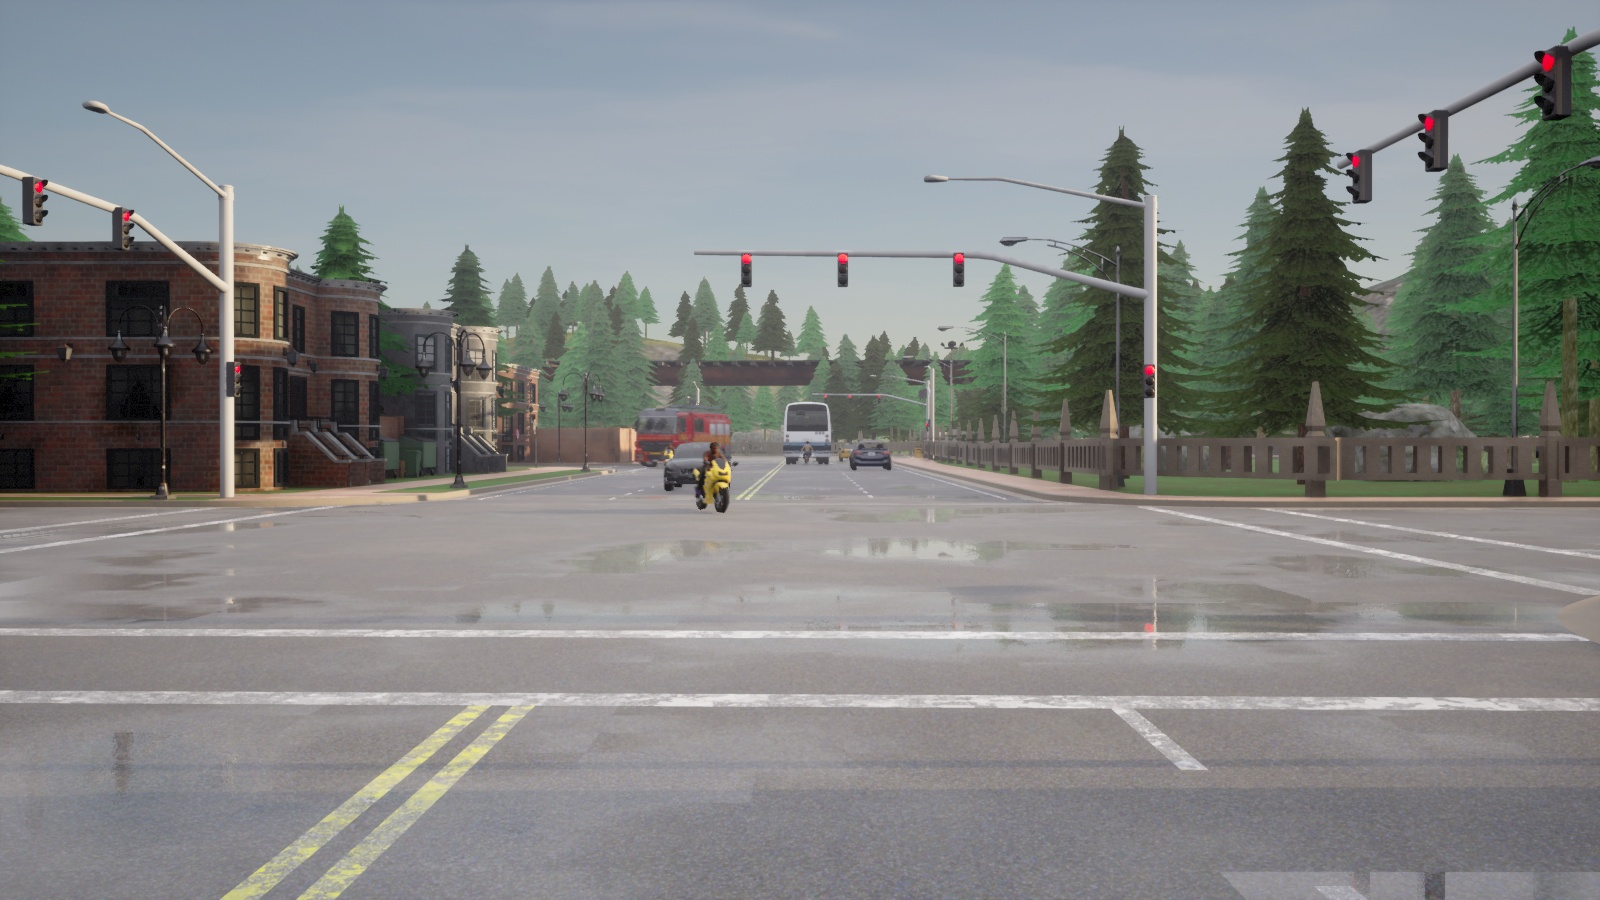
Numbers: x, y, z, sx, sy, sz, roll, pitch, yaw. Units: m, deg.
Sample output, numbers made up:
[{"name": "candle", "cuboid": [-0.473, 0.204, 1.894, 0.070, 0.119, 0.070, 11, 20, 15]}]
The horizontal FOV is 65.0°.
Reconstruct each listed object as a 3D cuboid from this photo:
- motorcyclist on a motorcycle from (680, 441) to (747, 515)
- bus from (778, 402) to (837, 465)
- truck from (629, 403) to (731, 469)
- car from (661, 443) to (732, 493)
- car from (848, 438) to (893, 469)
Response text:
[{"name": "motorcyclist on a motorcycle", "cuboid": [-1.878, 0.575, 27.015, 0.797, 1.523, 2.044, 1, 0, -22]}, {"name": "bus", "cuboid": [0.524, -1.136, 89.810, 3.944, 4.253, 10.273, 0, 0, 0]}, {"name": "truck", "cuboid": [-7.338, -0.867, 78.240, 2.891, 3.827, 8.468, 1, 1, 20]}, {"name": "car", "cuboid": [-3.258, 0.522, 40.193, 1.837, 1.490, 4.892, 0, 0, 0]}, {"name": "car", "cuboid": [3.913, 0.196, 70.401, 2.242, 1.667, 4.611, 0, 0, 0]}]
